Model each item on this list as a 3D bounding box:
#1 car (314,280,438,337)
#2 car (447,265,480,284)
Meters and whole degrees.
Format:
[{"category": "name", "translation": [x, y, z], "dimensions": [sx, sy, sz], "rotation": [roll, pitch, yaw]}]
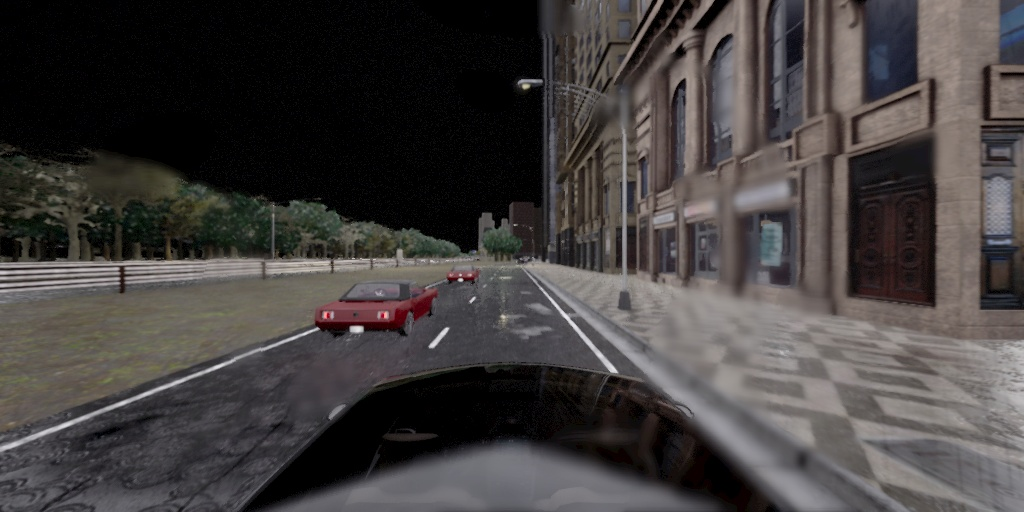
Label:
[{"category": "car", "translation": [-3.402, 1.322, 10.098], "dimensions": [1.895, 1.301, 4.718], "rotation": [0, 0, 0]}, {"category": "car", "translation": [-3.401, 1.293, 25.926], "dimensions": [1.895, 1.301, 4.718], "rotation": [0, 0, 0]}]
